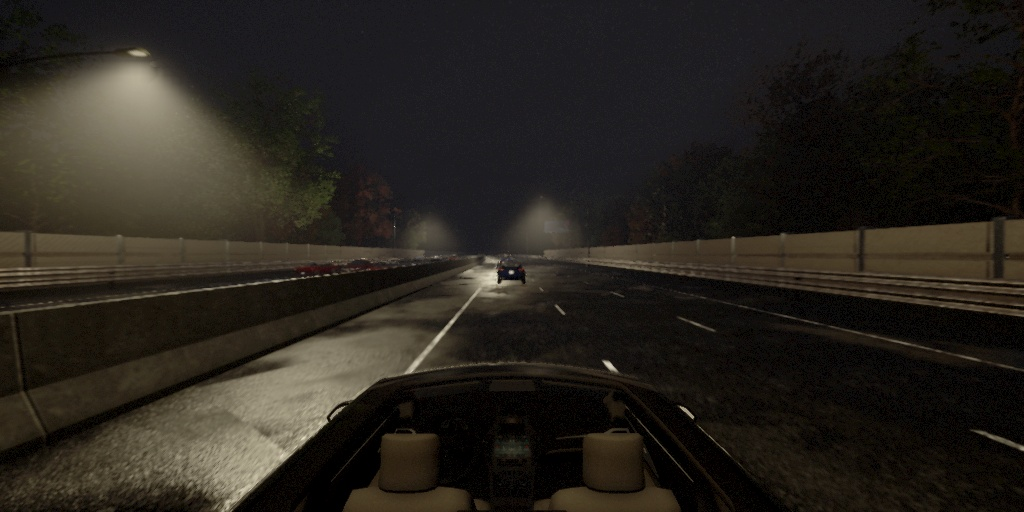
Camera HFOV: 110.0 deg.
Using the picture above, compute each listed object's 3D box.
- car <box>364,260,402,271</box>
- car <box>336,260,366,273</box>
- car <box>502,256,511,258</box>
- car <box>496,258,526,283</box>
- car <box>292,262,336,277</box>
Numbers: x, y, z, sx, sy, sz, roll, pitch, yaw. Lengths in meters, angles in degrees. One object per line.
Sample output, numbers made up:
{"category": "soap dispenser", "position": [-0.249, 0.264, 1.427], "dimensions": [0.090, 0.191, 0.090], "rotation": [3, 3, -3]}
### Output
{"category": "car", "position": [-10.820, 1.172, 31.240], "dimensions": [1.895, 1.301, 4.718], "rotation": [0, 0, -1]}
{"category": "car", "position": [-14.359, 1.083, 33.861], "dimensions": [1.812, 1.442, 4.674], "rotation": [0, 0, -1]}
{"category": "car", "position": [-0.853, 0.729, 58.165], "dimensions": [2.097, 1.767, 4.553], "rotation": [0, 0, -1]}
{"category": "car", "position": [-0.067, 1.097, 25.863], "dimensions": [2.163, 1.488, 4.792], "rotation": [0, 0, -1]}
{"category": "car", "position": [-17.845, 1.170, 32.789], "dimensions": [1.895, 1.301, 4.718], "rotation": [0, 0, -1]}
